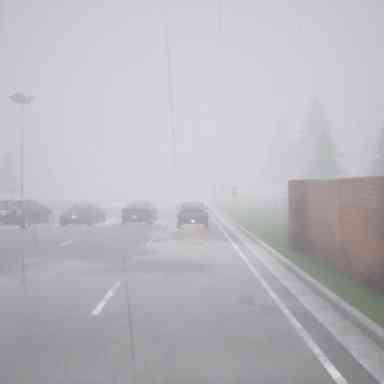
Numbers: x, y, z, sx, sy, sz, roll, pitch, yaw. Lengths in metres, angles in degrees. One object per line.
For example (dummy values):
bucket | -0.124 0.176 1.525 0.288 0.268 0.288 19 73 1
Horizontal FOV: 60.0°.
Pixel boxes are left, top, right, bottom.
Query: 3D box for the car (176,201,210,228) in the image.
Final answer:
car | 0.040 1.359 21.034 1.837 1.490 4.892 0 0 0

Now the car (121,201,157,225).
car | -3.465 1.325 22.528 1.882 1.535 5.008 0 0 0

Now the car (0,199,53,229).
car | -10.459 1.217 20.662 2.097 1.767 4.553 0 0 0

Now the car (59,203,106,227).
car | -6.962 1.420 21.568 1.994 1.385 4.181 0 0 0
